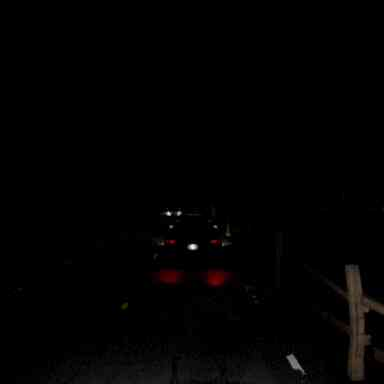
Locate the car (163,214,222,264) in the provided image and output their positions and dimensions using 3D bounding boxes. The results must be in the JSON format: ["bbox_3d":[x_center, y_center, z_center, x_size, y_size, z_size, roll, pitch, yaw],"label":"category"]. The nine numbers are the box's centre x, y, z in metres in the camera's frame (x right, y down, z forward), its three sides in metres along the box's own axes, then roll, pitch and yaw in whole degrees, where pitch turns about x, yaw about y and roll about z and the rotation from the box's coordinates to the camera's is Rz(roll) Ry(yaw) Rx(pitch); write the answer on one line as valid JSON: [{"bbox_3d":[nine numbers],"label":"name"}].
[{"bbox_3d":[0.048,1.721,12.462,1.994,1.385,4.181,0,-1,1],"label":"car"}]

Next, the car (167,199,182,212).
[{"bbox_3d":[-2.829,2.164,53.573,2.150,2.045,5.566,0,-1,0],"label":"car"}]

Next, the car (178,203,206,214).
[{"bbox_3d":[0.046,1.897,27.324,1.837,1.490,4.892,0,-1,0],"label":"car"}]
